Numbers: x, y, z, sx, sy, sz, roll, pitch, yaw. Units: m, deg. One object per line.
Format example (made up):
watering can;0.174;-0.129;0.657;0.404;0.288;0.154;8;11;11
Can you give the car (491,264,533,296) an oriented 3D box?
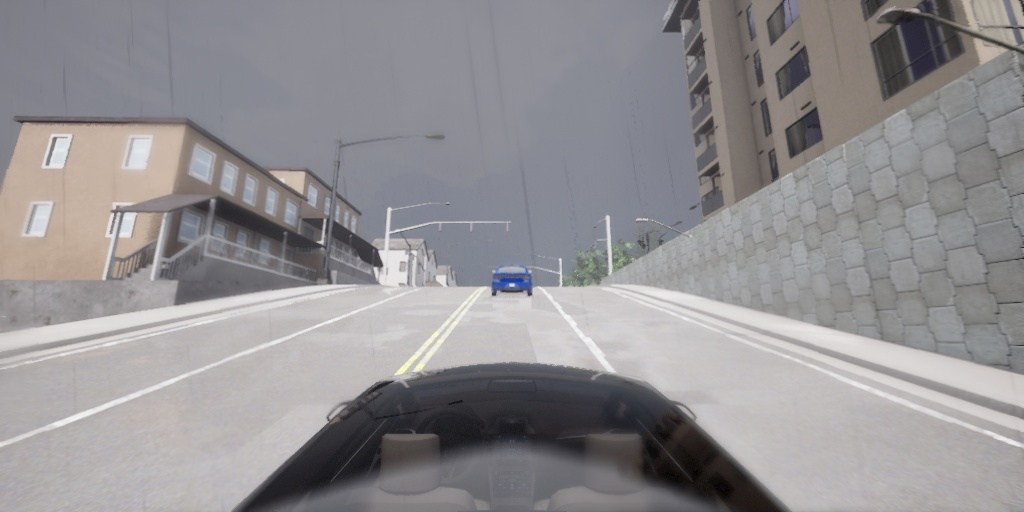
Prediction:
car;-0.003;1.127;18.076;1.882;1.535;5.008;0;0;0
